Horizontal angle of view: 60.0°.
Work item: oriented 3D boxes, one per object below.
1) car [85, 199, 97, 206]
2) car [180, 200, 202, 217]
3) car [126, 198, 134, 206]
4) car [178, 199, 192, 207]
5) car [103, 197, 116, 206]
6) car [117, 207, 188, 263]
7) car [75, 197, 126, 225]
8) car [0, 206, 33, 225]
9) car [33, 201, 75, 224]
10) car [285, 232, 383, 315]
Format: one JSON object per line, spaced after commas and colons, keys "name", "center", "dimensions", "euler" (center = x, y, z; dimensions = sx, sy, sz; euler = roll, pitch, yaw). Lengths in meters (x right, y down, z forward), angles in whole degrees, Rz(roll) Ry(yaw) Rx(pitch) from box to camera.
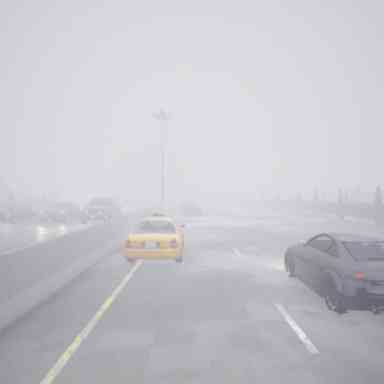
{"name": "car", "center": [-20.204, 2.054, 66.403], "dimensions": [1.812, 1.442, 4.674], "euler": [0, 0, -22]}
{"name": "car", "center": [-0.007, 1.845, 34.812], "dimensions": [1.994, 1.385, 4.181], "euler": [0, 0, -2]}
{"name": "car", "center": [-12.889, 2.049, 66.775], "dimensions": [2.128, 1.511, 4.902], "euler": [0, 0, -19]}
{"name": "car", "center": [-0.745, 1.727, 46.284], "dimensions": [2.097, 1.767, 4.553], "euler": [0, 0, -8]}
{"name": "car", "center": [-16.771, 1.898, 67.189], "dimensions": [2.097, 1.767, 4.553], "euler": [0, 0, -19]}
{"name": "car", "center": [-1.216, 1.556, 12.355], "dimensions": [1.801, 1.575, 5.366], "euler": [0, 0, 0]}
{"name": "car", "center": [-7.094, 1.436, 26.520], "dimensions": [2.150, 2.045, 5.566], "euler": [0, -1, 0]}
{"name": "car", "center": [-14.088, 1.814, 26.325], "dimensions": [1.895, 1.301, 4.718], "euler": [0, 0, 0]}
{"name": "car", "center": [-10.608, 1.571, 27.058], "dimensions": [2.097, 1.767, 4.553], "euler": [0, 0, 0]}
{"name": "car", "center": [3.606, 1.628, 7.790], "dimensions": [1.994, 1.385, 4.181], "euler": [0, 0, 0]}
